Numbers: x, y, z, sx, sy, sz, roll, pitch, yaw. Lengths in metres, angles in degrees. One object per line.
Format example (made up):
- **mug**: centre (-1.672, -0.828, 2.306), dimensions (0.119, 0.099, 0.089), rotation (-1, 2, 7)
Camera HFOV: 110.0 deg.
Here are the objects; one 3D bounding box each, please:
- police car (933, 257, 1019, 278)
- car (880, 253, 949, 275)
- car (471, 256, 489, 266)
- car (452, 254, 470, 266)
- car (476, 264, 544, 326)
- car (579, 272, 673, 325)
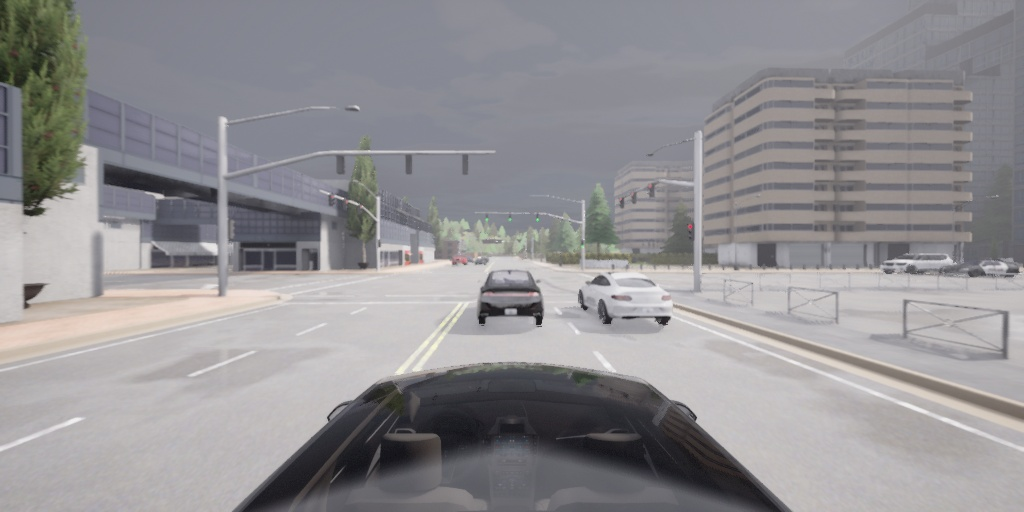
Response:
- **police car**: centre (40.228, 1.071, 30.964), dimensions (4.974, 1.542, 2.038), rotation (0, 0, -2)
- **car**: centre (38.914, 0.766, 34.501), dimensions (5.566, 2.045, 2.150), rotation (0, 0, -2)
- **car**: centre (-5.406, 0.946, 61.332), dimensions (1.994, 1.385, 4.181), rotation (0, 0, -1)
- **car**: centre (-8.899, 0.605, 61.139), dimensions (2.150, 2.045, 5.566), rotation (0, 0, -1)
- **car**: centre (-0.077, 1.181, 11.453), dimensions (2.128, 1.511, 4.902), rotation (0, 0, -1)
- **car**: centre (3.422, 1.216, 11.430), dimensions (1.812, 1.442, 4.674), rotation (0, 0, -1)
